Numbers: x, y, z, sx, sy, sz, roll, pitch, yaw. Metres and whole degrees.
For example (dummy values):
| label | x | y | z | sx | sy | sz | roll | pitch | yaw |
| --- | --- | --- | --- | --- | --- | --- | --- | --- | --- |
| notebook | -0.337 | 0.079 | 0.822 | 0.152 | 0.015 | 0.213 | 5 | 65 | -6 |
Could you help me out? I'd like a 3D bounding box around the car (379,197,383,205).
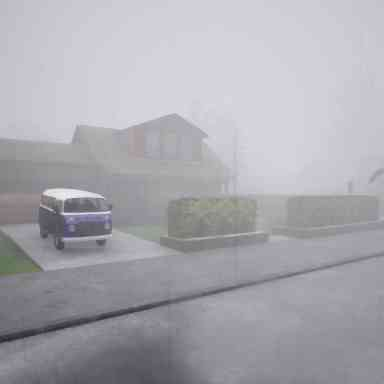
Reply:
| label | x | y | z | sx | sy | sz | roll | pitch | yaw |
| --- | --- | --- | --- | --- | --- | --- | --- | --- | --- |
| car | 24.678 | 0.985 | 41.429 | 3.866 | 1.878 | 1.905 | 0 | 0 | 0 |
